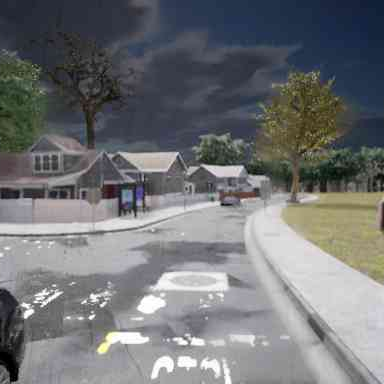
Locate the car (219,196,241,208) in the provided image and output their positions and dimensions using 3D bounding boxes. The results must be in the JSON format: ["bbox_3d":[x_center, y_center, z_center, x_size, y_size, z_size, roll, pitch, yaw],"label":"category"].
[{"bbox_3d":[5.042,1.268,43.145,2.033,1.411,5.357,1,1,20],"label":"car"}]

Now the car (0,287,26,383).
[{"bbox_3d":[-2.708,1.487,1.586,2.128,1.511,4.902,0,0,1],"label":"car"}]
